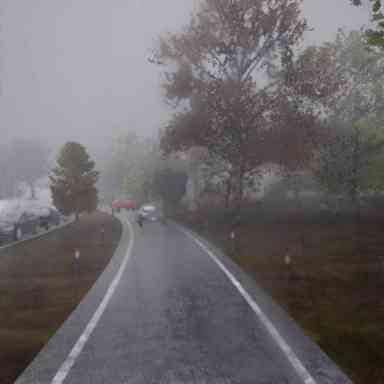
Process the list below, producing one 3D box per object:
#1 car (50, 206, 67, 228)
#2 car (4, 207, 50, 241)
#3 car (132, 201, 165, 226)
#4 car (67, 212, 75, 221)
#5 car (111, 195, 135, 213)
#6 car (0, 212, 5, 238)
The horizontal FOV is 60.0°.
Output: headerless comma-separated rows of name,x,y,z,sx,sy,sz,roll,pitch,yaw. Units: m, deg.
car,-11.039,1.872,24.546,2.097,1.535,5.008,0,-1,-9
car,-10.168,1.818,18.904,2.231,1.521,4.892,0,-1,-7
car,-3.059,1.597,24.025,1.812,1.442,4.674,-1,0,-13
car,-12.188,1.949,30.673,2.002,1.452,4.674,0,0,-11
car,-8.430,1.372,40.702,2.150,2.045,5.566,-1,-1,-23
car,-9.487,1.773,12.613,2.097,1.535,5.008,0,-1,-5
